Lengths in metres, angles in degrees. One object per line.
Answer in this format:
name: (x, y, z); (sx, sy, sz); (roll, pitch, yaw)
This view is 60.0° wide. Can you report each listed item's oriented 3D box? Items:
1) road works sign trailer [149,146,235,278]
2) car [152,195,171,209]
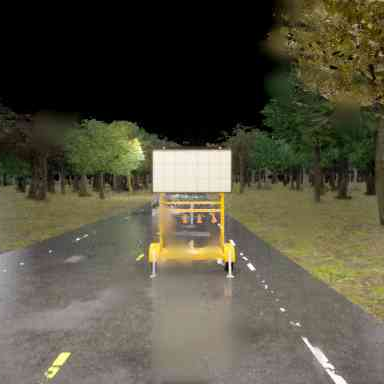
road works sign trailer: (-0.001, 0.434, 10.069); (2.380, 3.560, 2.880); (0, 0, 0)
car: (-3.502, 1.123, 39.034); (1.837, 1.490, 4.892); (0, 1, 0)
